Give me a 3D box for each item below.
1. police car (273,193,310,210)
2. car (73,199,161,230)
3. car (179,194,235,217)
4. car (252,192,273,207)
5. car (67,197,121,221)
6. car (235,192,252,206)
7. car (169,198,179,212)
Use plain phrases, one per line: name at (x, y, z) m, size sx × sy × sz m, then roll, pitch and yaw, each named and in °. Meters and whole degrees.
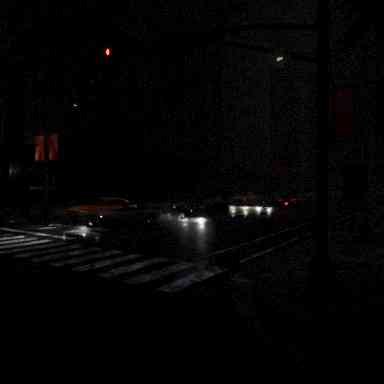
police car at (10.272, 0.904, 33.268) m, size 2.038 × 1.542 × 4.974 m, roll 1°, pitch 1°, yaw 35°
car at (-3.908, 1.268, 18.670) m, size 1.895 × 1.301 × 4.718 m, roll 1°, pitch 1°, yaw 34°
car at (1.272, 1.055, 26.141) m, size 1.812 × 1.442 × 4.674 m, roll 1°, pitch 1°, yaw 35°
car at (8.757, 0.901, 36.916) m, size 1.994 × 1.385 × 4.181 m, roll 1°, pitch 1°, yaw 36°
car at (-5.746, 1.095, 21.748) m, size 1.882 × 1.535 × 5.008 m, roll 1°, pitch 1°, yaw 34°
car at (6.621, 0.774, 39.556) m, size 1.882 × 1.535 × 5.008 m, roll 1°, pitch 1°, yaw 35°
car at (-0.081, 0.959, 29.914) m, size 2.128 × 1.511 × 4.902 m, roll 1°, pitch 1°, yaw 35°
